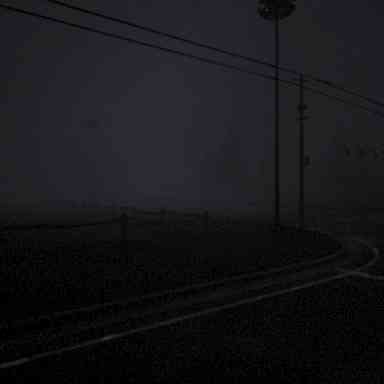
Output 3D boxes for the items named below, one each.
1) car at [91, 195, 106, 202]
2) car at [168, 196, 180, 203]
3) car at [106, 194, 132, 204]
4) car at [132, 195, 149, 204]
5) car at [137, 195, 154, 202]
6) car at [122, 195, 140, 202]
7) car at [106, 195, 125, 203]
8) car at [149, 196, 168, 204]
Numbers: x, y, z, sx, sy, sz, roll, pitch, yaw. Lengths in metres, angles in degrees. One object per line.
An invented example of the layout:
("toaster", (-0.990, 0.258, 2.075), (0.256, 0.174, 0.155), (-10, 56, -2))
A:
("car", (-19.067, 1.412, 68.293), (2.033, 1.411, 5.357), (0, 0, -35))
("car", (-4.419, 1.459, 65.684), (2.033, 1.411, 5.357), (0, 0, -35))
("car", (-13.298, 1.282, 60.056), (2.097, 1.767, 4.553), (0, 0, -35))
("car", (-10.353, 1.449, 61.954), (1.812, 1.442, 4.674), (0, 0, -35))
("car", (-10.466, 1.374, 74.316), (1.812, 1.442, 4.674), (0, 0, -35))
("car", (-13.333, 1.355, 72.308), (1.837, 1.490, 4.892), (0, 0, -35))
("car", (-16.200, 1.389, 70.301), (2.128, 1.511, 4.902), (0, 0, -35))
("car", (-7.285, 1.465, 63.674), (2.033, 1.411, 5.357), (0, 0, -35))
